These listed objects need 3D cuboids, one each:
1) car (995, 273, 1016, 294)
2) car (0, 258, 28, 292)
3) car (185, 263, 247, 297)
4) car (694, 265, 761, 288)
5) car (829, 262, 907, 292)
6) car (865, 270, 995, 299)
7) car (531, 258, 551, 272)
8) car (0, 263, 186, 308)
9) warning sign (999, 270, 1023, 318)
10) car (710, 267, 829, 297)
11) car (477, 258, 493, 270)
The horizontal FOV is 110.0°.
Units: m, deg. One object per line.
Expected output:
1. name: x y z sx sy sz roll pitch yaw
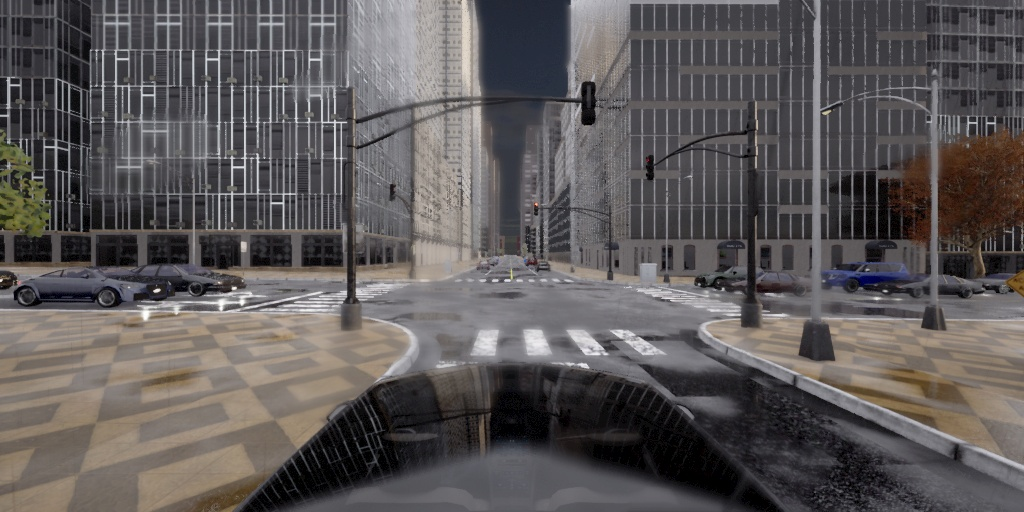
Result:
1. car: 35.150 1.953 25.437 5.357 1.411 2.033 1 0 -3
2. car: -25.279 0.816 15.914 4.892 1.490 1.837 1 0 -3
3. car: -15.357 1.040 16.408 5.357 1.411 2.033 1 0 0
4. car: 14.990 1.396 24.498 4.553 1.767 2.097 1 0 -3
5. car: 24.333 1.433 24.933 5.566 2.045 2.150 1 0 -3
6. car: 25.181 1.775 21.721 5.357 1.411 2.033 1 0 -3
7. car: 3.912 1.329 45.690 1.948 1.339 4.313 0 0 0
8. car: -15.083 1.063 13.133 4.181 1.385 1.994 1 0 -3
9. warning sign: 17.271 1.204 11.892 1.060 1.860 1.300 0 0 -3
10. car: 15.122 1.595 21.250 5.357 1.411 2.033 1 0 -3
11. car: -4.043 1.342 51.180 1.802 1.307 4.207 0 0 0
